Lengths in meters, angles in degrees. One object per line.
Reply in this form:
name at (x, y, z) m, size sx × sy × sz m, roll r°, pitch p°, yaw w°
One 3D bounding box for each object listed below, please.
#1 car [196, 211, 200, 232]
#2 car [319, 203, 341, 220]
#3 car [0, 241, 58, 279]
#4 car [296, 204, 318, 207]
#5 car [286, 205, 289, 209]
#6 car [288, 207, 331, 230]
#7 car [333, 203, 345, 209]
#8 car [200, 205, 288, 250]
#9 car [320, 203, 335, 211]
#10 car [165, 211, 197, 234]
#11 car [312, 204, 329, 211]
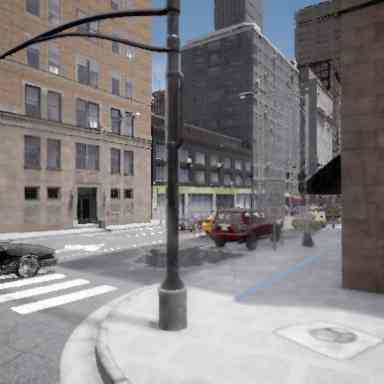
car at (2.587, 1.990, 21.555) m, size 1.882 × 1.535 × 5.008 m, roll 0°, pitch -1°, yaw 35°
car at (15.614, 2.152, 35.453) m, size 2.192 × 1.841 × 5.009 m, roll -1°, pitch -2°, yaw 35°
car at (-6.311, 1.704, 8.623) m, size 2.033 × 1.411 × 5.357 m, roll 0°, pitch -2°, yaw 34°
car at (14.757, 2.535, 44.550) m, size 2.033 × 1.411 × 5.357 m, roll 0°, pitch -1°, yaw 35°
car at (11.794, 2.414, 44.933) m, size 1.967 × 1.590 × 4.097 m, roll -1°, pitch -2°, yaw 35°
car at (9.304, 2.162, 26.284) m, size 1.752 × 1.417 × 4.829 m, roll -1°, pitch -2°, yaw 35°
car at (34.217, 3.273, 77.493) m, size 1.802 × 1.307 × 4.206 m, roll -1°, pitch -2°, yaw 35°
car at (2.800, 1.746, 16.844) m, size 2.192 × 1.841 × 5.009 m, roll -1°, pitch -2°, yaw 35°
car at (27.714, 3.006, 68.051) m, size 1.752 × 1.417 × 4.829 m, roll -1°, pitch -2°, yaw 35°
car at (0.381, 2.082, 23.819) m, size 2.033 × 1.411 × 5.357 m, roll 0°, pitch -1°, yaw 35°
car at (24.608, 2.947, 63.538) m, size 1.947 × 1.339 × 4.313 m, roll -1°, pitch -2°, yaw 35°
